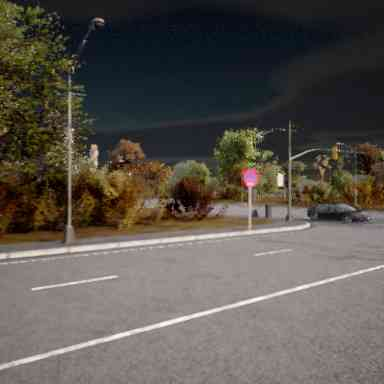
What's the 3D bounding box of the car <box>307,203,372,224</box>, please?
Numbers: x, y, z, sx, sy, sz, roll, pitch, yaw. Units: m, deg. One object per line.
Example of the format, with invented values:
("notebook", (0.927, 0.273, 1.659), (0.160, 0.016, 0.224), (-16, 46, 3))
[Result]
("car", (11.285, 1.629, 25.730), (1.837, 1.490, 4.892), (0, 0, -32))
